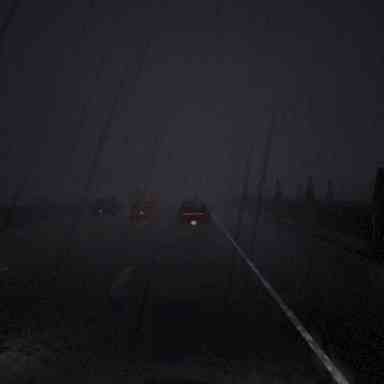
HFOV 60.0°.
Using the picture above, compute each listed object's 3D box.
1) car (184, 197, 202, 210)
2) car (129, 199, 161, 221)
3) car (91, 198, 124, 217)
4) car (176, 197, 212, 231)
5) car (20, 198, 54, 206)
[{"bbox_3d":[0.096,1.275,39.030,2.033,1.411,5.357,0,-1,0],"label":"car"},{"bbox_3d":[-3.402,1.227,24.892,1.882,1.535,5.008,0,1,0],"label":"car"},{"bbox_3d":[-6.903,1.215,27.546,2.128,1.511,4.902,0,1,0],"label":"car"},{"bbox_3d":[0.098,1.299,19.110,2.128,1.511,4.902,0,1,0],"label":"car"},{"bbox_3d":[-14.099,1.256,30.501,1.994,1.385,4.181,0,1,0],"label":"car"}]
